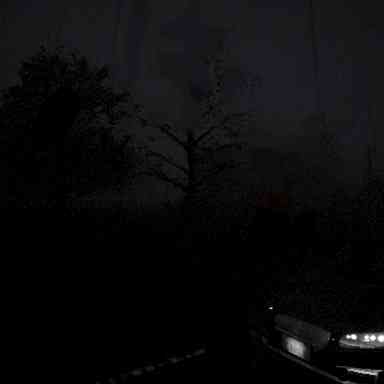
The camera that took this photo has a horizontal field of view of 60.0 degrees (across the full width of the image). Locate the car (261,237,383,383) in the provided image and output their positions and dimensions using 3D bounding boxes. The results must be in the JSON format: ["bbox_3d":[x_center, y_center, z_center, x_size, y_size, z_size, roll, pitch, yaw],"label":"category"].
[{"bbox_3d":[3.179,1.515,5.207,4.902,1.511,2.128,0,0,-35],"label":"car"}]
